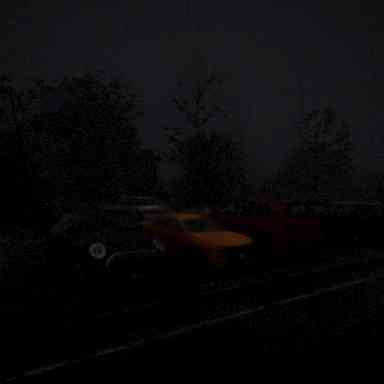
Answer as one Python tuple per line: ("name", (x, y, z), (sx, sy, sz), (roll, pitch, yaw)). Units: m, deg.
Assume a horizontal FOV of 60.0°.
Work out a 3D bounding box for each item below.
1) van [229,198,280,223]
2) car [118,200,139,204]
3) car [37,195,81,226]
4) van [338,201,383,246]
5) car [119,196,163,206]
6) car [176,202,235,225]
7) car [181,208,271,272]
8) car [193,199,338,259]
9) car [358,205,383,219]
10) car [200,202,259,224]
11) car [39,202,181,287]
("van", (5.564, 1.610, 30.194), (1.878, 1.987, 4.442), (2, -1, -36))
("car", (-5.830, 1.515, 22.116), (2.231, 1.521, 4.892), (1, -1, -36))
("car", (-7.973, 1.221, 20.531), (2.435, 2.045, 5.566), (1, -1, -36))
("van", (7.236, 1.436, 16.569), (1.878, 1.987, 4.442), (2, -1, -36))
("car", (-3.554, 1.309, 23.742), (2.435, 2.045, 5.566), (1, -1, -36))
("car", (0.956, 1.685, 27.251), (1.946, 1.575, 5.366), (2, -1, -36))
("car", (-0.083, 1.486, 11.140), (2.097, 1.535, 5.008), (1, -1, -36))
("car", (2.266, 1.280, 12.877), (2.435, 2.045, 5.566), (1, -1, -36))
("car", (24.924, 2.655, 44.287), (2.185, 1.767, 4.553), (3, -2, -35))
("car", (3.116, 1.753, 28.804), (1.946, 1.575, 5.366), (2, -1, -36))
("car", (-2.553, 1.314, 9.378), (2.185, 1.767, 4.553), (1, -1, -36))
